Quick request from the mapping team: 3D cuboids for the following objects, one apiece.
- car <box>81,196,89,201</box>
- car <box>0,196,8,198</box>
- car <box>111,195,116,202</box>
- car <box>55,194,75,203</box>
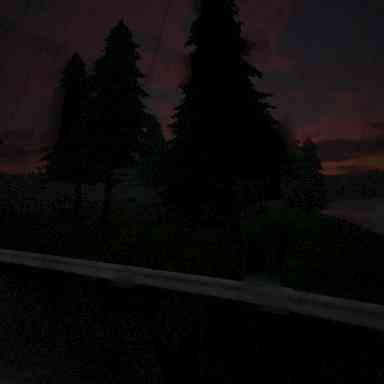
[{"bbox_3d":[-25.735,1.552,78.240,1.994,1.385,4.181,0,0,-3],"label":"car"},{"bbox_3d":[-39.964,1.540,69.270,2.033,1.411,5.357,0,0,5],"label":"car"},{"bbox_3d":[-18.708,1.500,76.367,1.837,1.490,4.892,0,0,-3],"label":"car"},{"bbox_3d":[-23.264,1.564,61.195,1.994,1.385,4.181,0,0,10],"label":"car"}]
